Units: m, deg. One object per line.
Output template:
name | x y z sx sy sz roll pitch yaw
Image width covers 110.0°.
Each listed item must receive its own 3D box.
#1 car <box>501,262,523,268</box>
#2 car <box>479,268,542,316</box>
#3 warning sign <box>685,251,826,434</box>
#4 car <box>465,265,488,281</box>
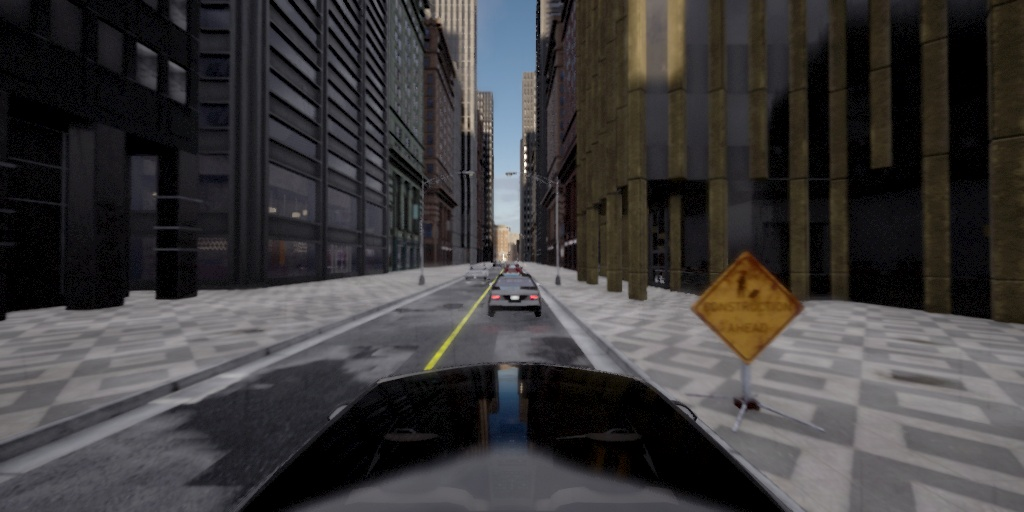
car | 0.109 1.447 34.638 1.812 1.442 4.674 0 0 0
car | 0.094 1.353 13.609 2.033 1.411 5.357 0 0 0
warning sign | 2.717 0.877 4.154 1.300 1.860 1.060 0 0 0
car | -3.099 1.509 32.354 1.895 1.301 4.718 0 0 0
